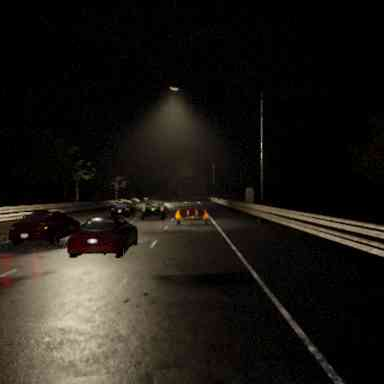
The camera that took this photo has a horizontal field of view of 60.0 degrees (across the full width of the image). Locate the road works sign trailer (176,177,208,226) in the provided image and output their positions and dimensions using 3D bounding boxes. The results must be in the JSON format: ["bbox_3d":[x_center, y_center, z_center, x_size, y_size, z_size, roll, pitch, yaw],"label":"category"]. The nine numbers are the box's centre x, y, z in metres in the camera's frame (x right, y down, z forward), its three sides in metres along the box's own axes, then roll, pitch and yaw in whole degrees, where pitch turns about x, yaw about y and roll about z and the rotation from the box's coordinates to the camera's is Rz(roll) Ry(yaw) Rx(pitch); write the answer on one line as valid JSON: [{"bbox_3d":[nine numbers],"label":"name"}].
[{"bbox_3d":[0.026,0.638,24.993,2.380,3.560,2.880,0,0,0],"label":"road works sign trailer"}]

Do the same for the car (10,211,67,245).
[{"bbox_3d":[-6.884,1.638,15.980,1.812,1.442,4.674,0,0,0],"label":"car"}]

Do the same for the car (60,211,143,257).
[{"bbox_3d":[-3.384,1.657,13.334,1.994,1.385,4.181,0,0,0],"label":"car"}]

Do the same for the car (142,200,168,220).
[{"bbox_3d":[-3.367,1.566,30.903,2.097,1.767,4.553,0,0,0],"label":"car"}]

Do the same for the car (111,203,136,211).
[{"bbox_3d":[-6.862,1.796,33.606,1.994,1.385,4.181,0,0,0],"label":"car"}]
